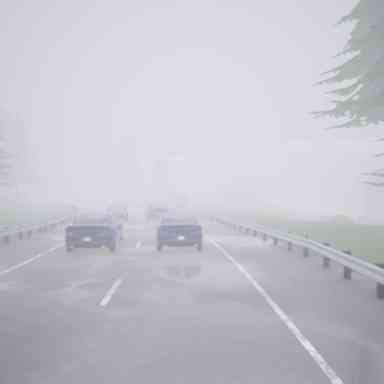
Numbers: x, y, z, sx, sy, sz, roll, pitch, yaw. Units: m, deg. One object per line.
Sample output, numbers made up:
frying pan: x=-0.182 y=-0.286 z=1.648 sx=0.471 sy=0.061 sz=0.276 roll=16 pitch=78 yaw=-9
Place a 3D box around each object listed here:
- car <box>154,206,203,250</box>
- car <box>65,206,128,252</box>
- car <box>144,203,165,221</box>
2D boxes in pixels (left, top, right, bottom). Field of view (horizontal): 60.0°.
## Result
car: x=-0.682 y=1.620 z=15.142 sx=1.882 sy=1.535 sz=5.008 roll=0 pitch=0 yaw=-6
car: x=-4.165 y=1.618 z=14.795 sx=1.882 sy=1.535 sz=5.008 roll=0 pitch=0 yaw=-6
car: x=-3.304 y=1.764 z=30.578 sx=1.882 sy=1.535 sz=5.008 roll=0 pitch=0 yaw=-13
